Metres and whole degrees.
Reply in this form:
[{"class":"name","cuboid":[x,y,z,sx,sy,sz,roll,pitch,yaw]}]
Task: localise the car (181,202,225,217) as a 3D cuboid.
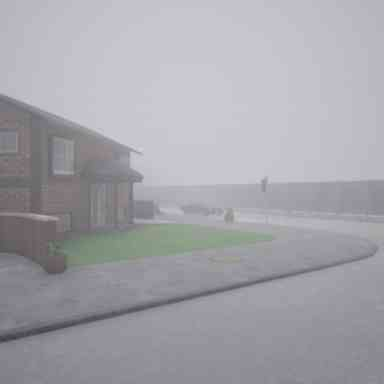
[{"class":"car","cuboid":[0.950,1.584,31.249,1.895,1.301,4.718,0,0,-35]}]
